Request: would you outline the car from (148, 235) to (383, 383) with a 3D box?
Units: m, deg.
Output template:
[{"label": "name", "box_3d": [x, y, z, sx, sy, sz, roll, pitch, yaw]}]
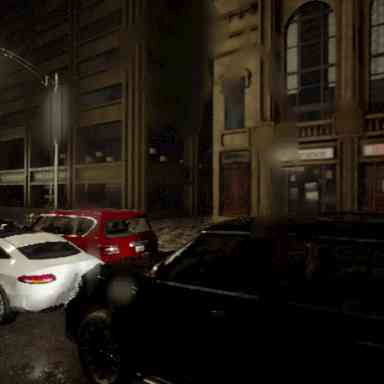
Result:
[{"label": "car", "box_3d": [1.429, 1.621, 5.626, 4.206, 1.307, 1.802, 0, 0, 36]}]

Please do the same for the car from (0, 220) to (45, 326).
[{"label": "car", "box_3d": [-3.819, 1.565, 7.132, 4.674, 1.442, 1.812, 0, 0, 36]}]

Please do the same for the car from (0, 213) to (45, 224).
[{"label": "car", "box_3d": [-3.107, 1.367, 8.912, 5.009, 1.841, 2.192, 0, 0, 36]}]

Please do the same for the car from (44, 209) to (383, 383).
[{"label": "car", "box_3d": [0.990, 1.248, 3.593, 5.566, 2.045, 2.150, 0, 0, 36]}]
